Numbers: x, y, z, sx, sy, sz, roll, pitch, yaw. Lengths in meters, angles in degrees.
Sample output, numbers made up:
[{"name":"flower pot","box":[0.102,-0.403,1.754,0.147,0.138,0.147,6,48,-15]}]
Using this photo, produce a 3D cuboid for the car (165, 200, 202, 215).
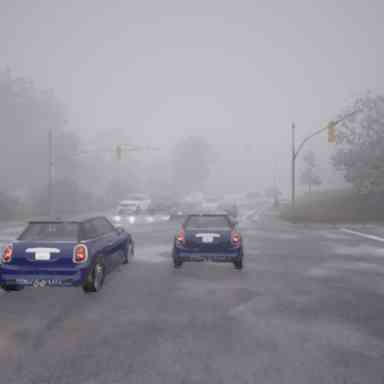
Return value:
[{"name":"car","box":[-0.605,1.691,29.080,1.994,1.385,4.181,0,0,11]}]

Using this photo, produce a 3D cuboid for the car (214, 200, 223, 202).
[{"name":"car","box":[3.442,1.713,31.410,1.895,1.301,4.718,0,0,13]}]

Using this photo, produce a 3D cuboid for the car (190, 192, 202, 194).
[{"name":"car","box":[0.406,0.786,55.892,2.097,1.767,4.553,0,3,24]}]

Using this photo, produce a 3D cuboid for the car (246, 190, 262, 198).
[{"name":"car","box":[11.737,0.316,62.876,1.812,1.442,4.674,0,3,31]}]

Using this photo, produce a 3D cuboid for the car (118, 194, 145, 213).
[{"name":"car","box":[-6.237,1.304,36.772,2.150,2.045,5.566,0,1,13]}]

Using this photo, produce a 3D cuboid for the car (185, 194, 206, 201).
[{"name":"car","box":[-0.014,1.383,45.188,1.812,1.442,4.674,0,2,19]}]

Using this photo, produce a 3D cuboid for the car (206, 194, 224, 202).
[{"name":"car","box":[3.742,1.013,54.767,1.895,1.301,4.718,0,3,24]}]

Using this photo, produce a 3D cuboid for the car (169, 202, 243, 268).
[{"name":"car","box":[0.579,1.408,11.725,2.097,1.767,4.553,0,0,3]}]

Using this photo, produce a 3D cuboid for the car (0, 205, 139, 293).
[{"name":"car","box":[-3.069,1.392,9.178,2.097,1.767,4.553,0,0,3]}]

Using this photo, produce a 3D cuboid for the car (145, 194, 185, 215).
[{"name":"car","box":[-2.806,1.300,36.056,2.150,2.045,5.566,0,1,14]}]

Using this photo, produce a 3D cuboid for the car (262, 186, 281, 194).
[{"name":"car","box":[17.114,-0.394,71.551,2.128,1.511,4.902,0,3,36]}]

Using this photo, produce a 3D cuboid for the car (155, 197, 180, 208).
[{"name":"car","box":[-3.304,1.423,46.380,1.994,1.385,4.181,0,2,18]}]

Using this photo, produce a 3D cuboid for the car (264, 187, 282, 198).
[{"name":"car","box":[15.295,0.215,62.059,2.128,1.511,4.902,0,3,31]}]
